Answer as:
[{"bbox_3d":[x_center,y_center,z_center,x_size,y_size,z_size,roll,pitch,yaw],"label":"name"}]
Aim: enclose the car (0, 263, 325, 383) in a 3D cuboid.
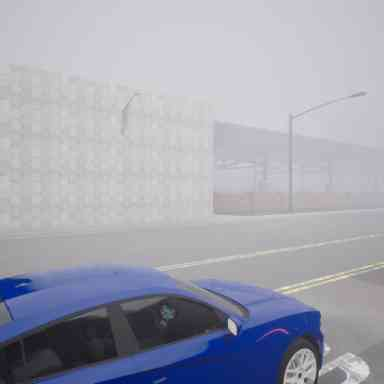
[{"bbox_3d":[-0.723,1.478,3.234,5.008,1.535,1.882,0,0,-36],"label":"car"}]
